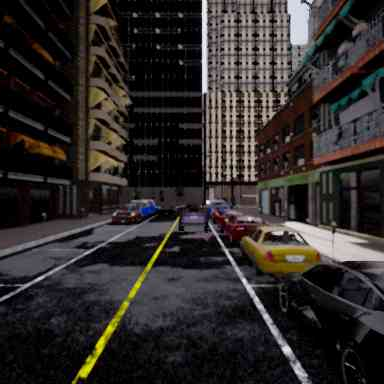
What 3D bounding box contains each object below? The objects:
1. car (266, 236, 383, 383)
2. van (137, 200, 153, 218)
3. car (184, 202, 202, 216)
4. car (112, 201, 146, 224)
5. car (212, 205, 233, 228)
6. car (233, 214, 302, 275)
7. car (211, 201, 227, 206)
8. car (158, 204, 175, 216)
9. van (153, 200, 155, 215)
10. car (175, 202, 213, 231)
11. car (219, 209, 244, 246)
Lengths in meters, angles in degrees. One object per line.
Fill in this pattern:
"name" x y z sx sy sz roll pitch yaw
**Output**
"car" 2.573 1.620 4.774 1.947 1.339 4.313 0 -1 0
"van" -5.282 1.729 33.223 1.690 1.788 3.998 0 -1 0
"car" 0.135 2.022 40.150 2.033 1.411 5.357 0 -1 0
"car" -5.287 1.758 27.533 1.967 1.590 4.097 0 -1 0
"car" 2.588 1.794 21.841 1.887 1.381 4.507 0 -1 0
"car" 2.579 1.645 10.634 1.752 1.417 4.829 0 -1 0
"car" 2.593 1.758 27.531 1.967 1.590 4.097 0 -1 0
"car" -2.772 2.049 38.031 1.895 1.301 4.718 0 -1 1
"van" -5.277 1.800 38.913 1.690 1.788 3.998 0 -1 0
"car" 0.118 1.691 22.952 2.033 1.649 4.856 0 -1 0
"car" 2.583 1.727 16.151 1.887 1.381 4.507 0 -1 0
